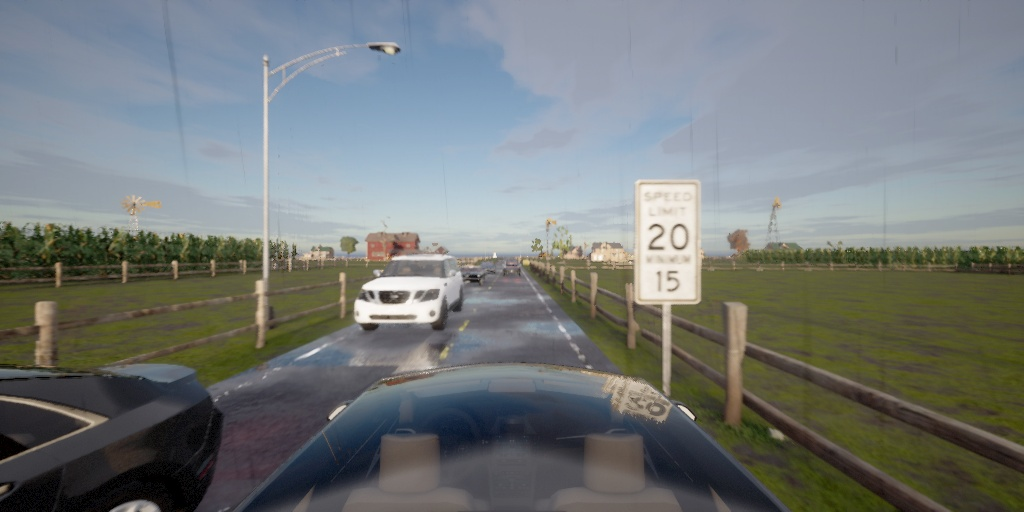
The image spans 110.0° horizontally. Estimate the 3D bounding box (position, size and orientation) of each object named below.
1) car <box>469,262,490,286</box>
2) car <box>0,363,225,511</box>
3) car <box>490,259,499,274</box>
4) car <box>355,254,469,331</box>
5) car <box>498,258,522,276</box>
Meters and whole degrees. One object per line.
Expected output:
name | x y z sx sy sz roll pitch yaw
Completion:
car | -2.845 1.338 25.170 1.895 1.301 4.718 0 0 0
car | -3.155 1.256 0.621 1.837 1.490 4.892 0 0 4
car | -2.752 1.341 40.821 2.033 1.411 5.357 0 0 0
car | -2.852 0.967 11.325 2.150 2.045 5.566 0 0 0
car | 0.001 1.223 36.287 2.128 1.511 4.902 0 0 0
